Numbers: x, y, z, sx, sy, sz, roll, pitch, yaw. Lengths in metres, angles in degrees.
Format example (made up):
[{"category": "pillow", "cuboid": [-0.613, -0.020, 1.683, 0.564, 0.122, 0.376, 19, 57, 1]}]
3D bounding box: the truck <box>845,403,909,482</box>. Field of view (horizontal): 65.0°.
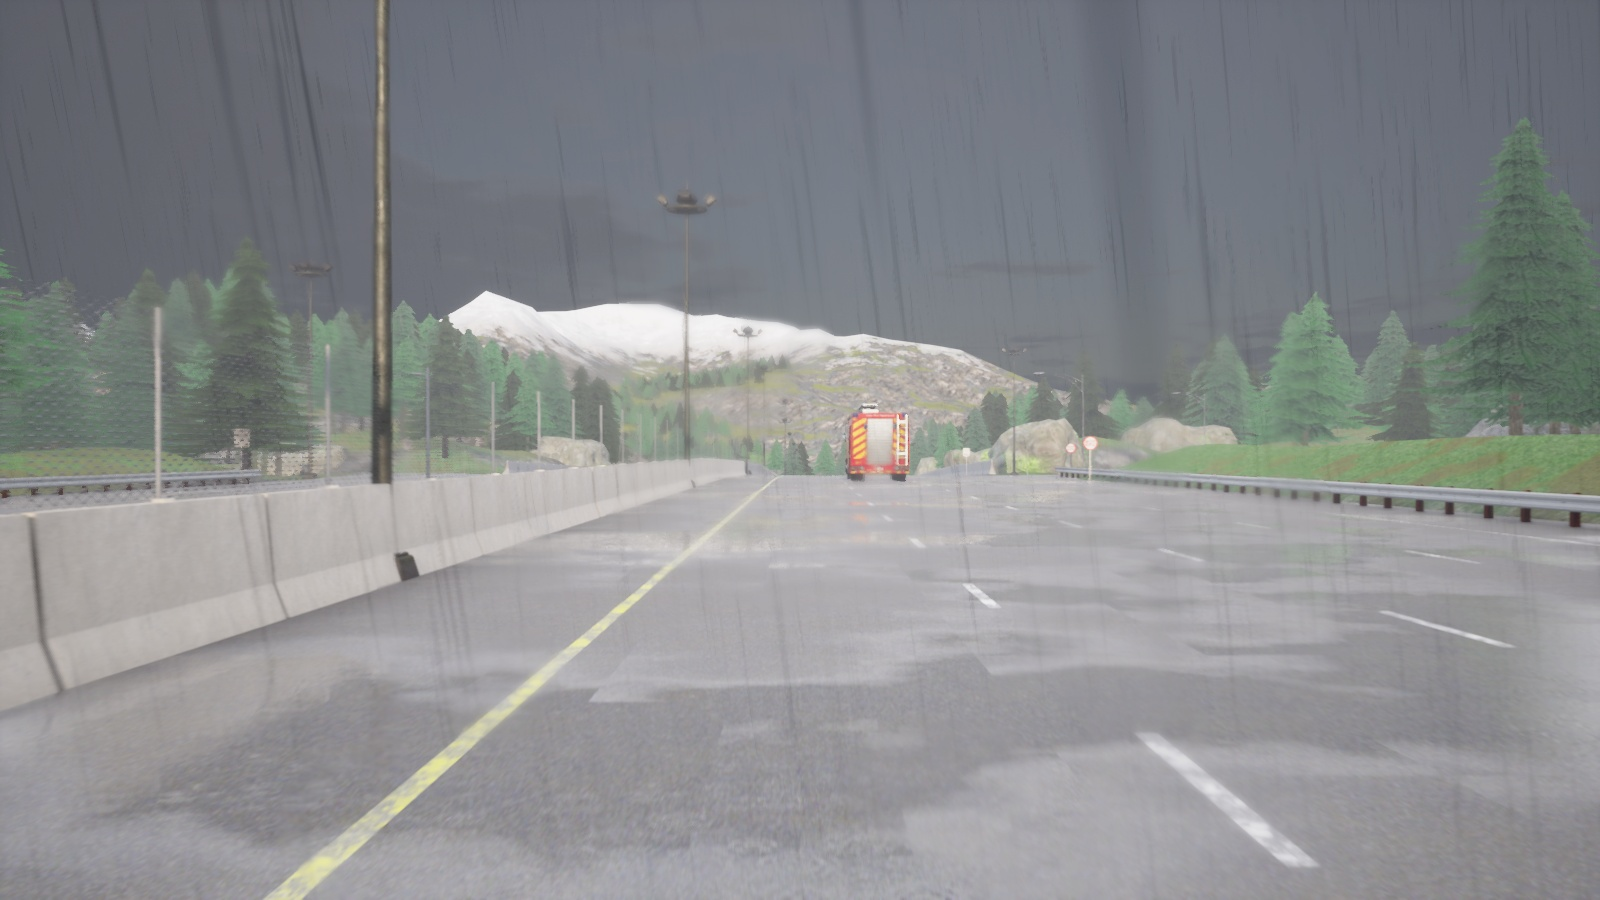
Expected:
[{"category": "truck", "cuboid": [3.887, -0.348, 65.133, 2.891, 3.827, 8.468, 0, 0, 0]}]
